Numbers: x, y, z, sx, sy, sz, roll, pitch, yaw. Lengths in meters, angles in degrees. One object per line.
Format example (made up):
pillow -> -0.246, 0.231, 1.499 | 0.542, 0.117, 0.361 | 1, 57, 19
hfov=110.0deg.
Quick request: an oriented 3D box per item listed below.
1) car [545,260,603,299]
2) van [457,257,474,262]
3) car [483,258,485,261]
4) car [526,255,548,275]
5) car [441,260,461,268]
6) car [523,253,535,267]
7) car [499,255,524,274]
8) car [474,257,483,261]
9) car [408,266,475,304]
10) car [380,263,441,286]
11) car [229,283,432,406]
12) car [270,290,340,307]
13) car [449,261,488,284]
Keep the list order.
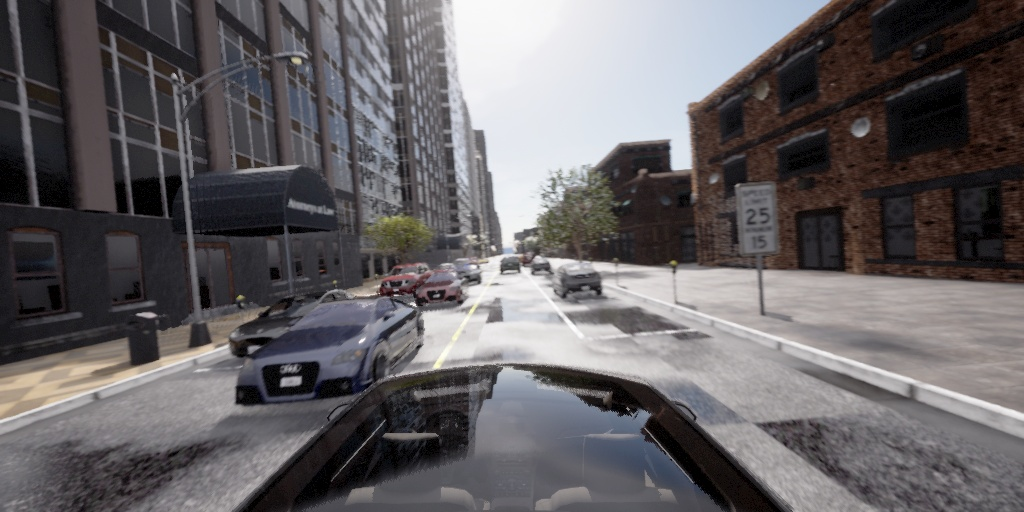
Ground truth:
car -> 2.820, 0.967, 15.830 | 2.007, 1.370, 4.403 | 0, 0, 0
van -> -5.910, 1.227, 43.439 | 1.690, 1.789, 3.998 | 0, 0, 0
car -> -6.057, 1.287, 59.873 | 1.751, 1.417, 4.829 | 0, 0, 0
car -> 2.561, 0.858, 31.696 | 2.007, 1.370, 4.403 | 0, 0, 0
car -> -5.817, 1.416, 31.642 | 1.967, 1.591, 4.097 | 0, 0, 0
car -> 2.394, 0.492, 49.034 | 2.192, 1.841, 5.009 | 0, 0, 0
car -> -0.198, 0.832, 36.976 | 2.097, 1.767, 4.553 | -5, 0, 0
car -> -6.009, 1.118, 54.508 | 2.192, 1.841, 5.009 | 0, 0, 0
car -> -3.136, 1.445, 16.809 | 1.994, 1.385, 4.181 | -5, 0, 0
car -> -5.807, 1.380, 20.573 | 2.192, 1.841, 5.009 | 0, 0, 0
car -> -3.058, 1.520, 6.909 | 1.994, 1.385, 4.181 | -5, 1, 0
car -> -5.742, 1.711, 10.232 | 1.948, 1.339, 4.313 | 0, 0, 0
car -> -3.220, 1.370, 26.818 | 1.994, 1.385, 4.181 | -5, 0, 0
